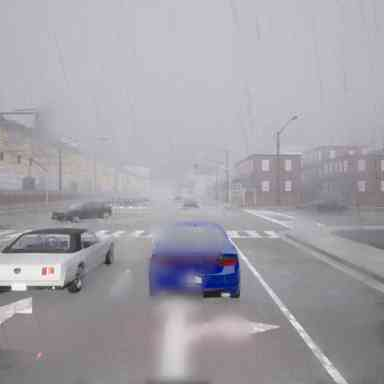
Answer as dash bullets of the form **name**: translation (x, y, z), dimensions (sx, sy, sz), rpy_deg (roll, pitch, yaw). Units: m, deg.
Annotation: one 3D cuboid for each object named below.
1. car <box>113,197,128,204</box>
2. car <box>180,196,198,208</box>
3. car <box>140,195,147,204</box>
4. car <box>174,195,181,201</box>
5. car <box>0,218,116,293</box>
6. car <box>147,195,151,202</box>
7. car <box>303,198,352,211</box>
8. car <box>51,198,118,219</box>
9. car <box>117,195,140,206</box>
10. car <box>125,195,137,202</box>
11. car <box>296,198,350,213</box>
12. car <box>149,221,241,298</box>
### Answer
- **car**: translation (-13.955, 1.601, 65.548), dimensions (1.895, 1.301, 4.718), rpy_deg (0, 0, 1)
- **car**: translation (-0.217, 1.547, 47.507), dimensions (2.033, 1.411, 5.357), rpy_deg (0, 0, -3)
- **car**: translation (-10.476, 1.505, 64.164), dimensions (1.837, 1.490, 4.892), rpy_deg (0, 0, 1)
- **car**: translation (-3.410, 1.500, 83.493), dimensions (1.837, 1.490, 4.892), rpy_deg (0, 0, 0)
- **car**: translation (-3.420, 1.601, 8.838), dimensions (1.895, 1.301, 4.718), rpy_deg (0, 0, 0)
- **car**: translation (-10.420, 1.478, 74.568), dimensions (1.882, 1.535, 5.008), rpy_deg (0, 0, 0)
- **car**: translation (16.010, 1.490, 39.549), dimensions (4.902, 1.511, 2.128), rpy_deg (0, 0, 0)
- **car**: translation (-8.352, 1.478, 25.536), dimensions (1.882, 1.535, 5.008), rpy_deg (-1, 0, 30)
- **car**: translation (-10.520, 1.352, 55.033), dimensions (2.097, 1.767, 4.553), rpy_deg (0, 0, 0)
- **car**: translation (-13.918, 1.524, 75.857), dimensions (1.812, 1.442, 4.674), rpy_deg (0, 0, 0)
- **car**: translation (14.129, 1.548, 36.048), dimensions (5.357, 1.411, 2.033), rpy_deg (0, 0, 0)
- **car**: translation (0.075, 1.478, 8.571), dimensions (1.882, 1.535, 5.008), rpy_deg (0, 0, 1)
